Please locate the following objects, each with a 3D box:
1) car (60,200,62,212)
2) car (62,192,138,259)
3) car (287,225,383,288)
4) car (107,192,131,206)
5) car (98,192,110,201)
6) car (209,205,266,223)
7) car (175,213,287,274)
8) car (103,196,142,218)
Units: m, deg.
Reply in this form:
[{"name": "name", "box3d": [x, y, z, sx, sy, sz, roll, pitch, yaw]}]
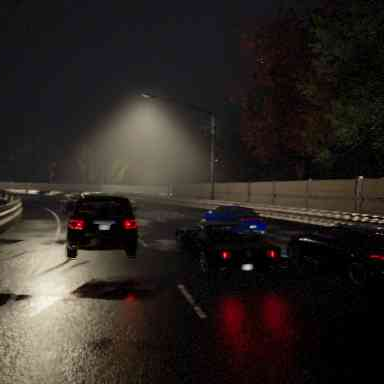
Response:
[{"name": "car", "box3d": [-10.360, 1.116, 29.251, 1.837, 1.490, 4.892, 2, 0, -27]}, {"name": "car", "box3d": [-3.317, 1.084, 12.176, 2.150, 2.045, 5.566, 2, 0, -17]}, {"name": "car", "box3d": [4.534, 1.639, 9.622, 1.994, 1.385, 4.181, 1, 0, -15]}, {"name": "car", "box3d": [-9.879, 0.912, 44.459, 2.097, 1.767, 4.553, 1, 0, -26]}, {"name": "car", "box3d": [-15.938, 0.815, 60.310, 1.882, 1.535, 5.008, 1, 0, -13]}, {"name": "car", "box3d": [2.100, 1.455, 17.950, 1.882, 1.535, 5.008, 2, 0, -19]}, {"name": "car", "box3d": [0.804, 1.577, 10.508, 1.895, 1.301, 4.718, 1, 0, -16]}, {"name": "car", "box3d": [-6.003, 1.218, 28.367, 2.128, 1.511, 4.902, 1, 0, -25]}]
